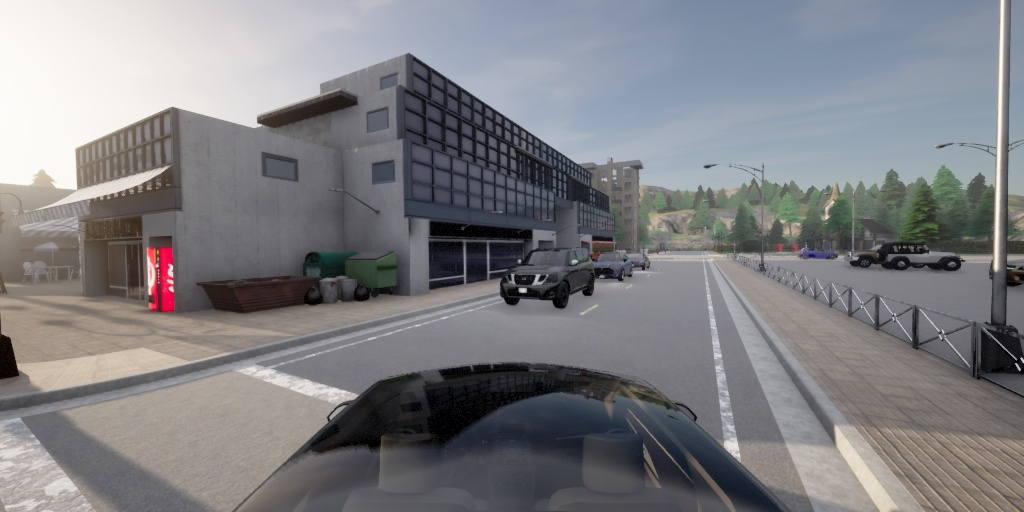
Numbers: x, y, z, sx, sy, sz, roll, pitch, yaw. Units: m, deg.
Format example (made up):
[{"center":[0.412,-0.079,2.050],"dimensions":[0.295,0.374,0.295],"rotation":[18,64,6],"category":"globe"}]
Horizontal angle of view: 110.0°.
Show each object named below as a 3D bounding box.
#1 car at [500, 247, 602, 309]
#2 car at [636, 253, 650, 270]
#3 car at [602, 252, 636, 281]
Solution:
[{"center":[1.633,0.683,13.971],"dimensions":[2.150,2.045,5.566],"rotation":[0,1,28],"category":"car"},{"center":[11.019,0.438,31.709],"dimensions":[1.812,1.442,4.674],"rotation":[0,2,28],"category":"car"},{"center":[6.231,0.544,22.666],"dimensions":[2.097,1.767,4.553],"rotation":[0,2,28],"category":"car"}]
